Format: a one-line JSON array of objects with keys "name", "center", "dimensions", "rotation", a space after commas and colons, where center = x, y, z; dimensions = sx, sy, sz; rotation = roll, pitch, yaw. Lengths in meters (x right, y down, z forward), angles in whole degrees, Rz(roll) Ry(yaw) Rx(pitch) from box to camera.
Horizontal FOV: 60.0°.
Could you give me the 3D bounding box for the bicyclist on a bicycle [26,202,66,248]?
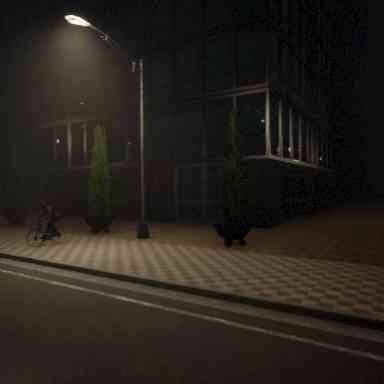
[{"name": "bicyclist on a bicycle", "center": [-5.353, 1.196, 12.316], "dimensions": [0.582, 1.620, 1.656], "rotation": [0, 0, 32]}]
